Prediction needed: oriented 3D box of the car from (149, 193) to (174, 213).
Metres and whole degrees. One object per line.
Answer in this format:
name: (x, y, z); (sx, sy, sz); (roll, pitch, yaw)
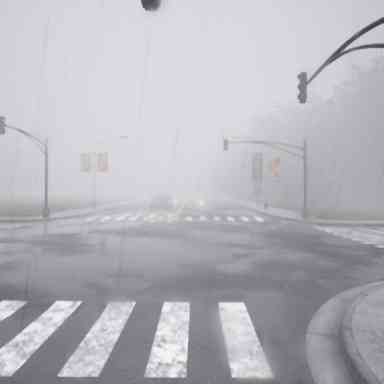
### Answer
car: (-2.895, 0.991, 32.311); (2.097, 1.767, 4.553); (0, 0, 0)
